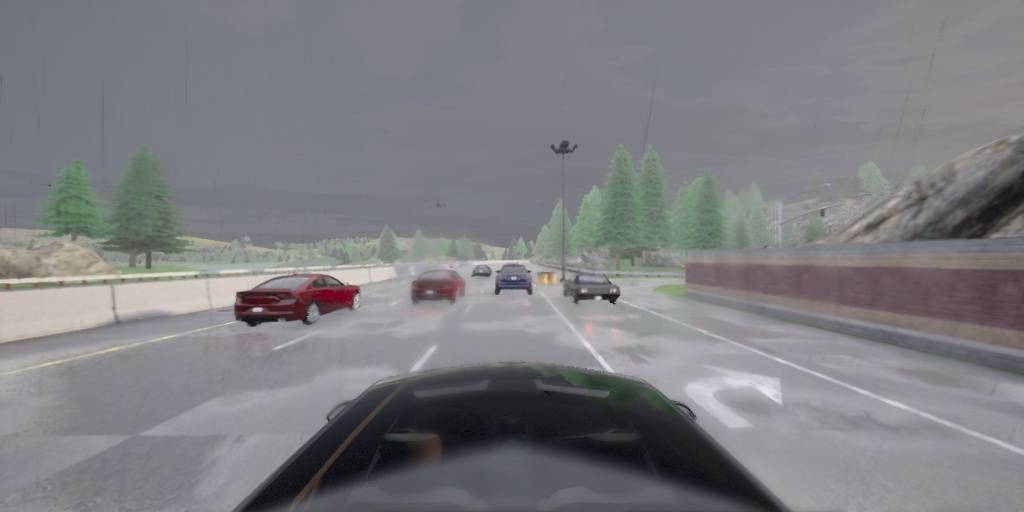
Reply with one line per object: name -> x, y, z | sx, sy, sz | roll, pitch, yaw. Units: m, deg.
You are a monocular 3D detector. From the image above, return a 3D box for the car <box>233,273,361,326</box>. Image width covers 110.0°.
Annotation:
car -> -6.900, 1.324, 12.202 | 1.882, 1.535, 5.008 | 0, 0, 0

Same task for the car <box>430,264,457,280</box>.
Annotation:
car -> -6.896, 1.596, 36.497 | 1.812, 1.442, 4.674 | 0, 0, 0

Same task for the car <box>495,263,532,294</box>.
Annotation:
car -> 0.101, 1.290, 22.190 | 2.097, 1.767, 4.553 | 0, -1, 0

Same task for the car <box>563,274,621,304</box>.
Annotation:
car -> 3.601, 1.493, 17.166 | 1.895, 1.301, 4.718 | 0, -1, 0

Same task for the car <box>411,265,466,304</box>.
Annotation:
car -> -3.398, 1.371, 17.302 | 1.882, 1.535, 5.008 | 0, 0, 0

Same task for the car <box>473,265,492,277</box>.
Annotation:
car -> -3.398, 1.681, 41.537 | 1.994, 1.385, 4.181 | 0, 0, 0
